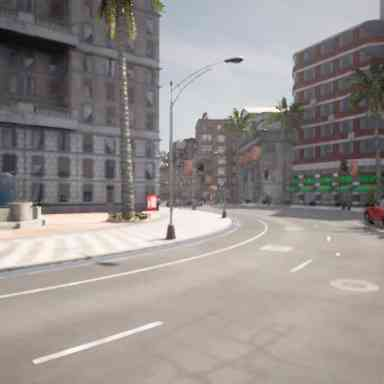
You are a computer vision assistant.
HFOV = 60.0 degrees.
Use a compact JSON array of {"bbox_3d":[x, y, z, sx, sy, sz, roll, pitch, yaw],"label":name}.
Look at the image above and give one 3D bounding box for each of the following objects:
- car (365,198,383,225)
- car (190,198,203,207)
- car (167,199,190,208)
[{"bbox_3d":[14.004,1.397,23.175,2.150,2.045,5.566,0,0,9],"label":"car"},{"bbox_3d":[0.165,1.933,60.031,1.837,1.490,4.892,0,-1,-32],"label":"car"},{"bbox_3d":[-2.760,1.977,58.103,1.994,1.385,4.181,0,-1,-32],"label":"car"}]
